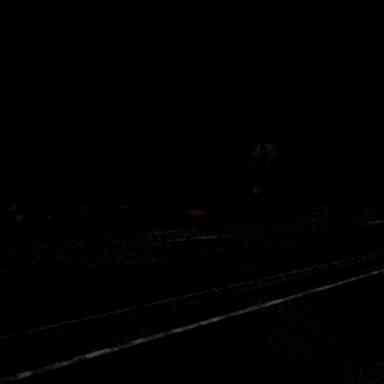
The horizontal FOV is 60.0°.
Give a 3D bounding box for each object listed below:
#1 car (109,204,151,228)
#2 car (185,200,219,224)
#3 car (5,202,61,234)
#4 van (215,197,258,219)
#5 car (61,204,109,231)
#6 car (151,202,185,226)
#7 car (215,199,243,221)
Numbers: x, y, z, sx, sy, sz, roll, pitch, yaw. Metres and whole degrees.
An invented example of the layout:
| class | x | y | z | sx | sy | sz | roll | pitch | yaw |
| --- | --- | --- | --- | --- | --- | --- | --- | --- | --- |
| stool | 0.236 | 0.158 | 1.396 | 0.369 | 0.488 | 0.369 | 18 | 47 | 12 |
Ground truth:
| class | x | y | z | sx | sy | sz | roll | pitch | yaw |
| --- | --- | --- | --- | --- | --- | --- | --- | --- | --- |
| car | -5.175 | 1.558 | 23.029 | 2.231 | 1.521 | 4.892 | 0 | 0 | -36 |
| car | -0.558 | 1.583 | 26.111 | 1.946 | 1.575 | 5.366 | 0 | 0 | -36 |
| car | -9.711 | 1.403 | 19.830 | 2.185 | 1.767 | 4.553 | 0 | 0 | -36 |
| van | 3.918 | 1.391 | 29.397 | 1.878 | 1.987 | 4.442 | 0 | 0 | -36 |
| car | -7.439 | 1.542 | 21.424 | 2.097 | 1.535 | 5.008 | 0 | 0 | -36 |
| car | -2.939 | 1.601 | 24.671 | 2.163 | 1.488 | 4.792 | 0 | 0 | -36 |
| car | 1.575 | 1.631 | 27.902 | 2.163 | 1.488 | 4.792 | 0 | 0 | -36 |
